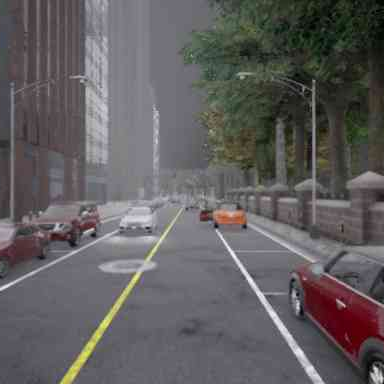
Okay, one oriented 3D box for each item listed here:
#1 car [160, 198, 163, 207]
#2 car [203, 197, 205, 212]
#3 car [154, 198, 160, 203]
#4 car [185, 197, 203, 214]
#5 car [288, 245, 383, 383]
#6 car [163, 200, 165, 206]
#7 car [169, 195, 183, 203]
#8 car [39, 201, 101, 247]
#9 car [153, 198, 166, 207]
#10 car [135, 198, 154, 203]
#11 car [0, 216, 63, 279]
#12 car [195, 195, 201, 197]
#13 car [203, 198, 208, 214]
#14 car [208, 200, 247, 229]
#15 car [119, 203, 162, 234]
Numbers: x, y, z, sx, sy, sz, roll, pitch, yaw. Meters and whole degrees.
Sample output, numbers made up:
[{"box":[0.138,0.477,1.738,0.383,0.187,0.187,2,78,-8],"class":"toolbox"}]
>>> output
[{"box":[-5.735,1.768,48.355,1.887,1.381,4.507,0,0,0],"class":"car"},{"box":[2.790,1.789,48.352,1.947,1.339,4.313,0,0,0],"class":"car"},{"box":[-5.738,1.747,42.898,2.008,1.369,4.403,0,0,0],"class":"car"},{"box":[0.057,1.753,44.612,2.033,1.411,5.357,0,0,0],"class":"car"},{"box":[2.766,1.461,4.701,1.967,1.590,4.097,0,0,0],"class":"car"},{"box":[-5.732,1.690,53.813,1.967,1.590,4.097,0,0,0],"class":"car"},{"box":[-2.965,1.483,61.475,1.882,1.535,5.008,0,0,0],"class":"car"},{"box":[-5.753,1.383,15.614,2.192,1.841,5.009,0,0,0],"class":"car"},{"box":[-5.729,1.801,59.099,1.752,1.417,4.829,0,0,0],"class":"car"},{"box":[-5.741,1.610,37.442,1.967,1.590,4.097,0,0,0],"class":"car"},{"box":[-5.756,1.626,10.157,1.802,1.307,4.206,0,0,0],"class":"car"},{"box":[0.034,1.629,59.357,2.097,1.767,4.553,0,0,0],"class":"car"},{"box":[2.787,1.723,43.066,1.752,1.417,4.829,0,0,0],"class":"car"},{"box":[2.403,1.452,22.588,2.097,1.767,4.553,0,0,0],"class":"car"},{"box":[-3.079,1.613,19.941,1.812,1.442,4.674,0,0,0],"class":"car"}]
